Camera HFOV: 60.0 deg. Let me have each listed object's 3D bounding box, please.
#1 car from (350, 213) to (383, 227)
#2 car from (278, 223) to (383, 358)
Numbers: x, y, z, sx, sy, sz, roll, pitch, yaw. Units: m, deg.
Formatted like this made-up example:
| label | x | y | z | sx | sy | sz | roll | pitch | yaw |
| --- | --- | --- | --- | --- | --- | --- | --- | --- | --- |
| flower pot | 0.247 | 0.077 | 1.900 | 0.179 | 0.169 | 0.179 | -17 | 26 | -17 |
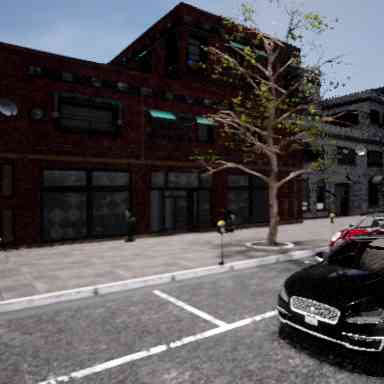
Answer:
| label | x | y | z | sx | sy | sz | roll | pitch | yaw |
| --- | --- | --- | --- | --- | --- | --- | --- | --- | --- |
| car | 6.451 | 1.442 | 11.167 | 4.097 | 1.590 | 1.967 | 0 | -1 | -36 |
| car | 3.595 | 1.507 | 5.934 | 4.892 | 1.490 | 1.837 | 0 | 0 | -36 |
